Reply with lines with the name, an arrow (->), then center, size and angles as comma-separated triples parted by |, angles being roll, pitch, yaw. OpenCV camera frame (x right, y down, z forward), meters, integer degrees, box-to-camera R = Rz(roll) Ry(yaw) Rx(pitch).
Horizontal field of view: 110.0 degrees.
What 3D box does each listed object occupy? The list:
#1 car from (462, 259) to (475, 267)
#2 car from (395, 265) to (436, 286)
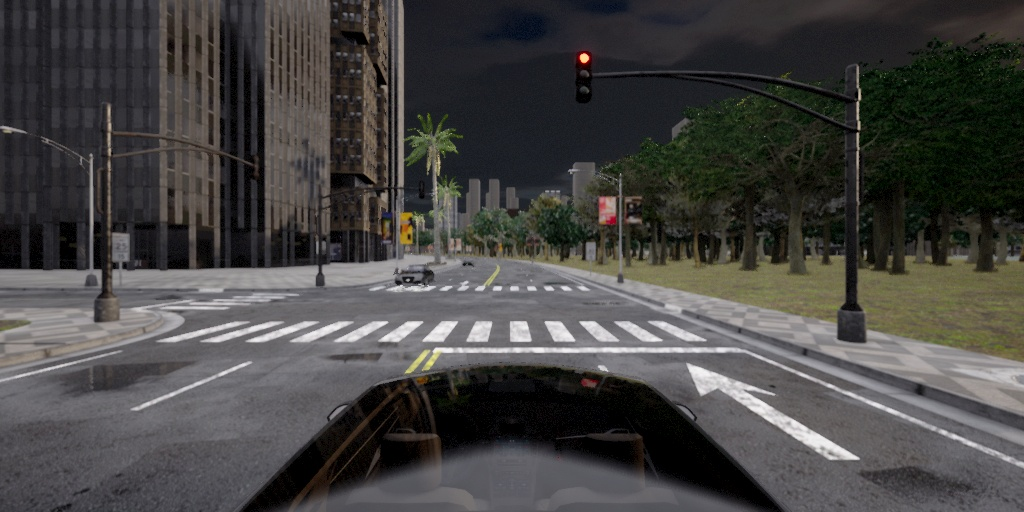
car -> -7.081, 1.175, 58.182 | 1.895, 1.301, 4.718 | 0, 0, -3
car -> -6.582, 1.303, 24.699 | 1.994, 1.385, 4.181 | 0, 1, 0
